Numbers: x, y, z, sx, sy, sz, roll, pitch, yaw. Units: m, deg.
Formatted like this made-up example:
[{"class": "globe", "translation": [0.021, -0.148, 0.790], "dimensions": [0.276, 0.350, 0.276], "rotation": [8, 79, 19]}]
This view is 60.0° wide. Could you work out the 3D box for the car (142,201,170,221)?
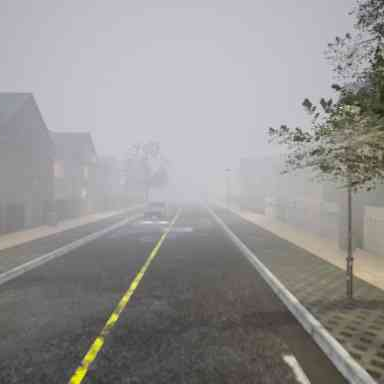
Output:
[{"class": "car", "translation": [-2.739, 1.446, 26.771], "dimensions": [2.033, 1.411, 5.357], "rotation": [0, 0, 0]}]
